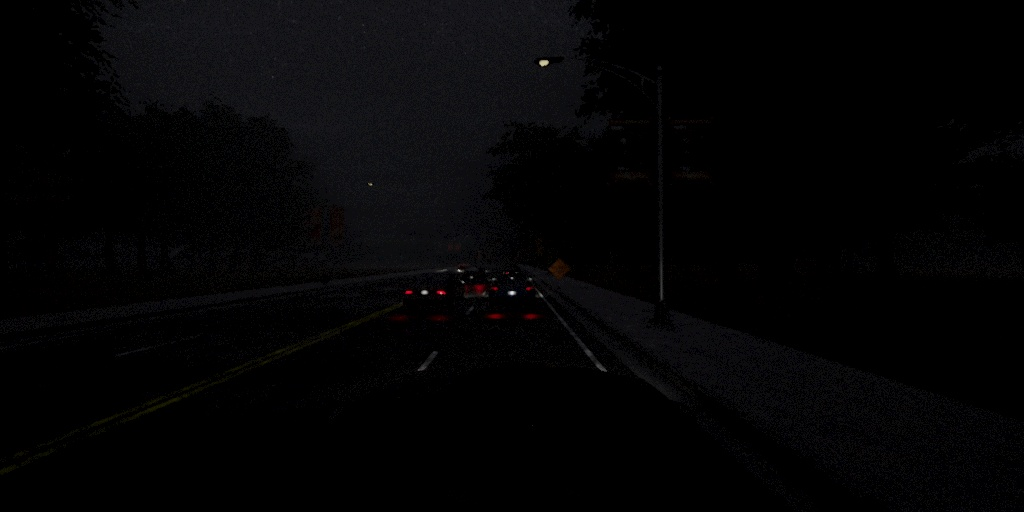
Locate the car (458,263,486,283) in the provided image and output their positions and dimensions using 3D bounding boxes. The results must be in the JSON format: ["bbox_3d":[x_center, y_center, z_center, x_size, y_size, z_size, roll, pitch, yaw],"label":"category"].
[{"bbox_3d":[-3.254,1.570,31.244,1.812,1.442,4.674,0,0,0],"label":"car"}]

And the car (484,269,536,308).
[{"bbox_3d":[0.001,1.454,16.171,1.994,1.385,4.181,0,-1,0],"label":"car"}]

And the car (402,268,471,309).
[{"bbox_3d":[-3.253,1.434,15.846,2.033,1.411,5.357,0,-1,0],"label":"car"}]

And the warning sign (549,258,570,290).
[{"bbox_3d":[2.844,1.057,21.384,1.300,1.860,1.060,0,0,0],"label":"warning sign"}]

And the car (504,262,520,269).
[{"bbox_3d":[-0.005,1.552,31.151,1.837,1.490,4.892,0,0,0],"label":"car"}]
